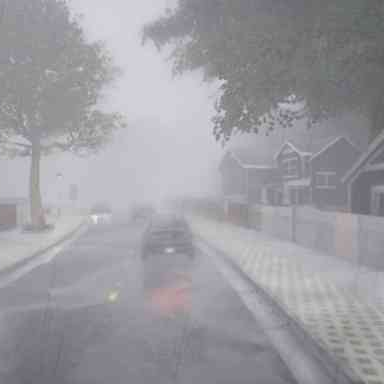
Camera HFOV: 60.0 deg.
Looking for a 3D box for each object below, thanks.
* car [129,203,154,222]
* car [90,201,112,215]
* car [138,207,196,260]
[{"bbox_3d":[-4.100,1.618,27.624,2.128,1.511,4.902,0,0,-15],"label":"car"},{"bbox_3d":[-9.849,1.713,35.846,1.994,1.385,4.181,0,0,-20],"label":"car"},{"bbox_3d":[-0.993,1.567,12.775,1.837,1.490,4.892,0,0,-7],"label":"car"}]
